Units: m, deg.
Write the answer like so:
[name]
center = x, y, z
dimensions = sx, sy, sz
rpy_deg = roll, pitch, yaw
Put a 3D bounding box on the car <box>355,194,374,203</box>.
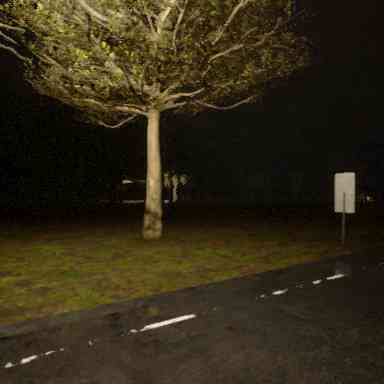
[car]
center = 29.392, 1.099, 58.545
dimensions = 2.097, 1.767, 4.553
rpy_deg = 2, -2, -36
